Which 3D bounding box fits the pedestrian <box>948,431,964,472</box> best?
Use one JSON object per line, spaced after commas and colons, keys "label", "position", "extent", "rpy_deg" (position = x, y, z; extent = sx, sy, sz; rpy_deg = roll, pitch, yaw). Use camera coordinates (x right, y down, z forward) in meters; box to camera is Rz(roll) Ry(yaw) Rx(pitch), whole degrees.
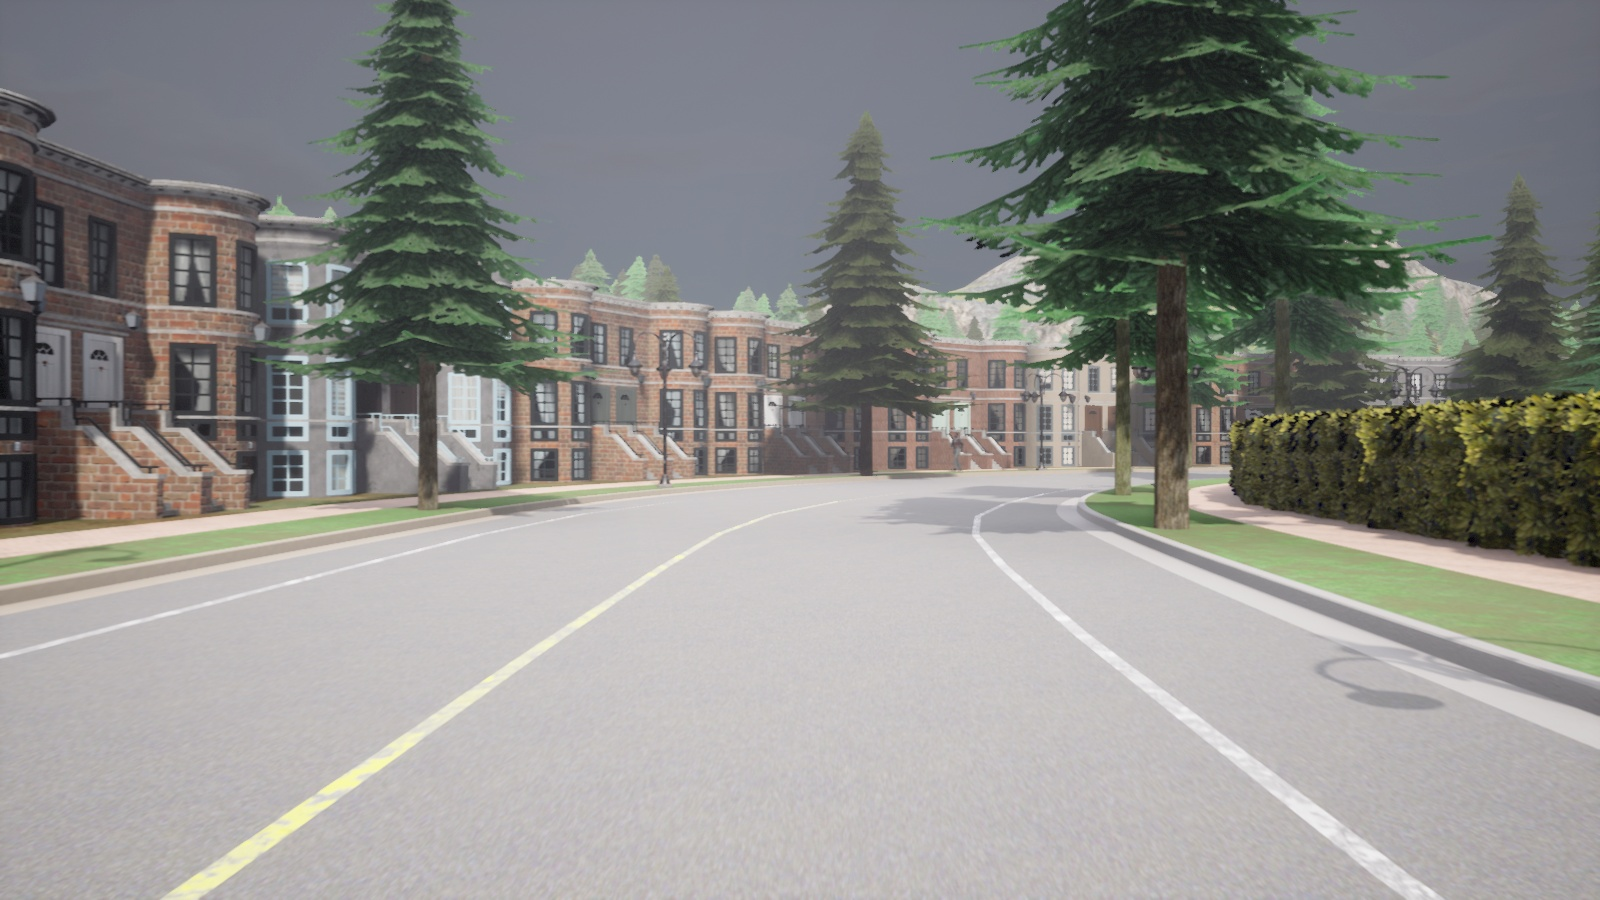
{"label": "pedestrian", "position": [7.367, 0.076, 59.425], "extent": [0.666, 1.930, 0.402], "rpy_deg": [0, 0, -40]}
